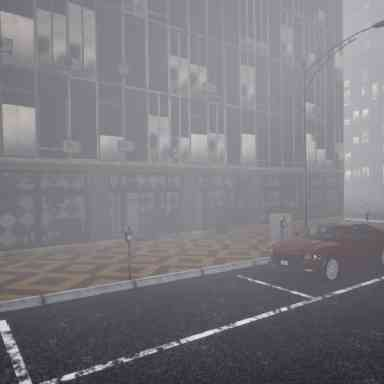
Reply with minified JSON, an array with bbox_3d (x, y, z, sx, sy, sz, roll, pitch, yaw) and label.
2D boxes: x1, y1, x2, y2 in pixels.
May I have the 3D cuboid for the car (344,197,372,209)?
[{"bbox_3d":[18.691,1.275,39.604,1.752,1.417,4.829,-1,1,-35],"label":"car"}]

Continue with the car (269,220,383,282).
[{"bbox_3d":[4.158,1.542,9.721,4.507,1.381,1.887,0,-1,-36],"label":"car"}]
